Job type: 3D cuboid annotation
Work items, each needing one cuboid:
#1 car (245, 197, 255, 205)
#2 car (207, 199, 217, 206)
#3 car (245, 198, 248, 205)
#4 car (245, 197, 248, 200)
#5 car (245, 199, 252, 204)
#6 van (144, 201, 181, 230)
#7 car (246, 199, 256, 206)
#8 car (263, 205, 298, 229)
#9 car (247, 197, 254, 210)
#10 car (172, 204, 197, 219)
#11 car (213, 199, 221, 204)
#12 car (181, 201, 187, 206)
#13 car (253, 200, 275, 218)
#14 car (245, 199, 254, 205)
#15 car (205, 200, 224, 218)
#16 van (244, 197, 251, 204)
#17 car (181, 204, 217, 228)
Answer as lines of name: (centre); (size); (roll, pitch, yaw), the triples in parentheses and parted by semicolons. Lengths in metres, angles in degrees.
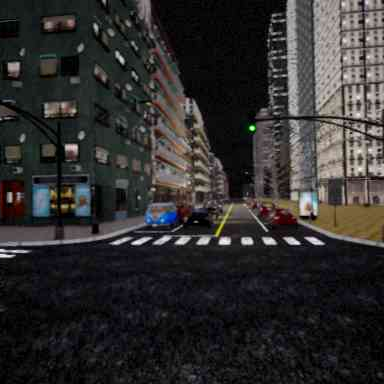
car: (13.512, 2.096, 77.554); (2.192, 1.841, 5.009); (-1, -1, 8)
car: (4.472, 2.317, 73.191); (1.967, 1.590, 4.097); (-1, -1, 8)
car: (11.302, 2.148, 61.117); (2.008, 1.369, 4.403); (-1, -1, 8)
car: (12.040, 2.203, 66.595); (1.887, 1.381, 4.507); (-1, -1, 8)
car: (14.990, 2.488, 88.506); (1.802, 1.307, 4.206); (-1, -1, 8)
van: (-2.167, 1.683, 23.892); (1.690, 1.788, 3.998); (-1, -1, 8)
car: (12.778, 2.301, 72.072); (1.802, 1.307, 4.206); (-1, -1, 8)
car: (6.140, 1.767, 22.771); (1.802, 1.307, 4.206); (-1, -1, 8)
car: (9.826, 1.917, 50.163); (1.967, 1.590, 4.097); (-1, -1, 8)
car: (-0.690, 2.002, 34.846); (1.887, 1.381, 4.507); (-1, -1, 8)
car: (6.686, 2.629, 89.623); (1.947, 1.339, 4.313); (-1, -1, 8)
car: (-1.429, 1.715, 29.370); (2.192, 1.841, 5.009); (-1, -1, 8)
car: (7.614, 1.740, 33.729); (1.967, 1.590, 4.097); (-1, -1, 8)
car: (14.252, 2.394, 83.028); (2.008, 1.369, 4.403); (-1, -1, 8)
car: (1.869, 1.901, 34.495); (2.128, 1.511, 4.902); (-1, -1, 7)
van: (15.725, 2.310, 93.987); (1.690, 1.788, 3.998); (-1, -1, 8)
car: (0.533, 1.868, 24.561); (1.994, 1.385, 4.181); (-1, -1, 8)
